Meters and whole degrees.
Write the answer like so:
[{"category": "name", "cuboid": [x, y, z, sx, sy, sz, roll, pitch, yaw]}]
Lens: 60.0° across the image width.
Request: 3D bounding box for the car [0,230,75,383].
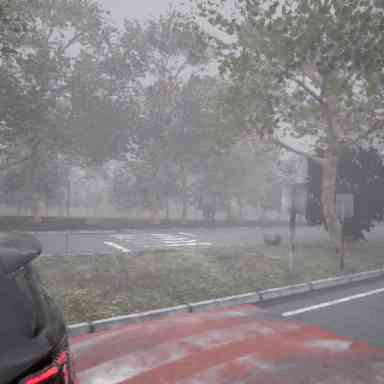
[{"category": "car", "cuboid": [-3.353, 1.190, 1.297, 5.566, 2.045, 2.150, 4, -2, -35]}]
